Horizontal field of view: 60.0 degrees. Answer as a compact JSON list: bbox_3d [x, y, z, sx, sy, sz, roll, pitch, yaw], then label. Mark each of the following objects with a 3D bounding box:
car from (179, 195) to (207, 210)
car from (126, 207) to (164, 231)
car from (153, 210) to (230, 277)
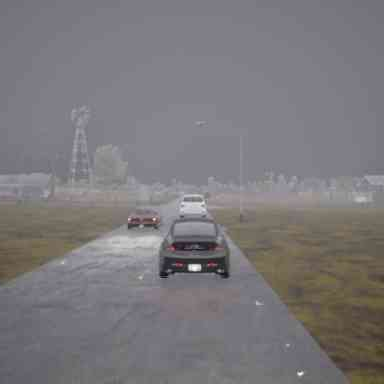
[{"bbox_3d":[0.087,1.270,29.079,2.150,2.045,5.566,0,0,0],"label":"car"},{"bbox_3d":[-2.868,1.641,21.158,1.895,1.301,4.718,0,0,0],"label":"car"},{"bbox_3d":[0.070,1.531,10.322,1.837,1.490,4.892,0,0,0],"label":"car"}]
